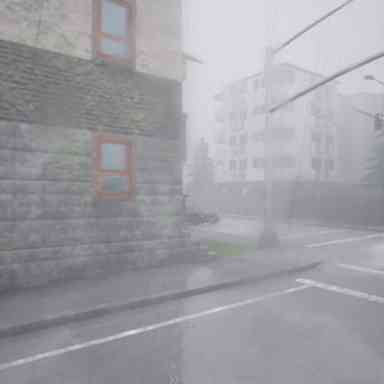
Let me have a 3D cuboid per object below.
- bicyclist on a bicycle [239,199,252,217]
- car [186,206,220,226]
[{"bbox_3d":[5.096,1.515,31.499,1.656,1.620,0.582,0,0,-36],"label":"bicyclist on a bicycle"},{"bbox_3d":[0.073,1.802,25.666,1.895,1.301,4.718,0,0,-36],"label":"car"}]
